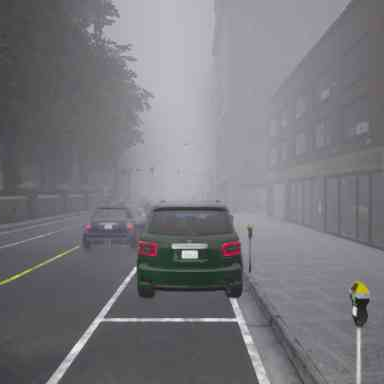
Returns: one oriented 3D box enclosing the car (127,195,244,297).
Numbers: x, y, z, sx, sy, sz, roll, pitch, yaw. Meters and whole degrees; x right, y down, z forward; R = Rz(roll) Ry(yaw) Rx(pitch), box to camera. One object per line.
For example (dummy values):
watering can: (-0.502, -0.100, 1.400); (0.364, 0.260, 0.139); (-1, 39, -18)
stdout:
car: (-0.039, 1.218, 8.679); (2.150, 2.045, 5.566); (0, 0, 0)

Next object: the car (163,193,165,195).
car: (-8.815, 1.450, 86.079); (2.008, 1.369, 4.403); (0, 0, 0)

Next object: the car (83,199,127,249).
car: (-3.144, 1.345, 14.648); (2.097, 1.767, 4.553); (0, 0, 0)

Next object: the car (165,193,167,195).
car: (-8.815, 1.438, 91.530); (1.887, 1.381, 4.507); (0, 0, 0)

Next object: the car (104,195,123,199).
car: (-8.815, 1.291, 36.940); (2.192, 1.841, 5.009); (0, 0, 0)

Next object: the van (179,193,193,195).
van: (-0.290, 1.317, 36.980); (1.690, 1.788, 3.998); (0, 0, 0)

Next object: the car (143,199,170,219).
car: (-3.140, 1.461, 30.040); (1.882, 1.535, 5.008); (0, 0, 0)

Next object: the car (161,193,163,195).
car: (-8.815, 1.432, 80.459); (1.752, 1.417, 4.829); (0, 0, 0)

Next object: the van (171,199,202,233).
van: (-0.290, 1.333, 19.998); (1.690, 1.788, 3.998); (0, 0, 0)
